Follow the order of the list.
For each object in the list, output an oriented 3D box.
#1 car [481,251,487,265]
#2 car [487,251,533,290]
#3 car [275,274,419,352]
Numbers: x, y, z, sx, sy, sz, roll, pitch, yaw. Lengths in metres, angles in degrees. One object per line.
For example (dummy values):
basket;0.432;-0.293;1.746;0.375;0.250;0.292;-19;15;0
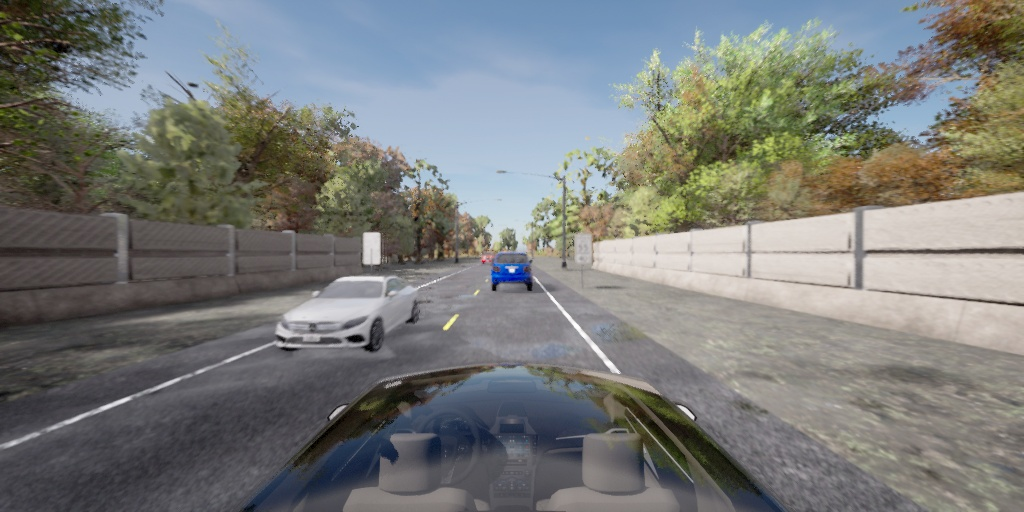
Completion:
car;-3.535;0.284;55.165;2.150;2.045;5.566;0;1;1
car;0.005;0.755;20.252;2.150;2.045;5.566;0;1;0
car;-3.600;1.190;8.775;1.812;1.442;4.674;0;0;0
